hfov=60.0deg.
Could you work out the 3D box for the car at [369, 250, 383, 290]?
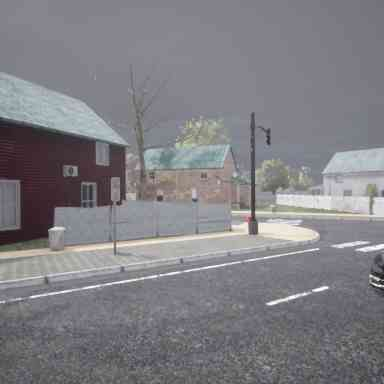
[{"bbox_3d":[6.137,1.535,7.938,4.892,1.490,1.837,0,0,-35],"label":"car"}]
